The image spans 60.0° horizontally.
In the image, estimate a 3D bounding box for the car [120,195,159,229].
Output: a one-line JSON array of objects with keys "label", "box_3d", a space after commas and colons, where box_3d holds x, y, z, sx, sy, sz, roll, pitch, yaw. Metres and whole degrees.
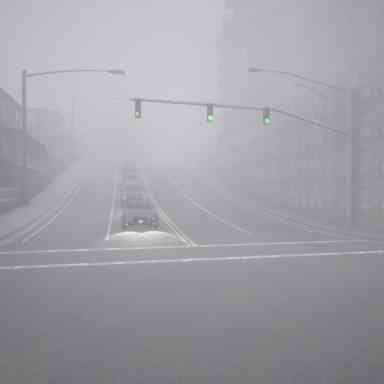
[{"label": "car", "box_3d": [-3.090, 1.224, 19.417, 1.994, 1.385, 4.181, 0, 4, -12]}]

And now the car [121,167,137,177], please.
[{"label": "car", "box_3d": [-6.815, -1.363, 36.631, 2.033, 1.411, 5.357, 0, 12, -12]}]

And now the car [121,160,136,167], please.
[{"label": "car", "box_3d": [-8.936, -3.635, 46.575, 1.882, 1.535, 5.008, 0, 12, -12]}]

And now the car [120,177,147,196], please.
[{"label": "car", "box_3d": [-4.822, 0.127, 27.426, 2.097, 1.767, 4.553, 0, 8, -13]}]
